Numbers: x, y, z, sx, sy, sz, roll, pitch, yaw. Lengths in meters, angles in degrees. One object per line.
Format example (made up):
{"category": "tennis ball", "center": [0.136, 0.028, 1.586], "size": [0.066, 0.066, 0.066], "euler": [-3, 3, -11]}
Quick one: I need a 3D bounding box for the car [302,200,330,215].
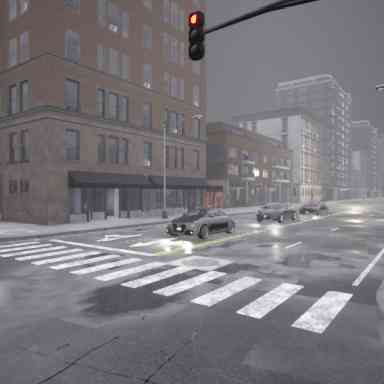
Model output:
{"category": "car", "center": [12.593, 1.562, 34.022], "size": [2.033, 1.411, 5.357], "euler": [0, 0, 36]}

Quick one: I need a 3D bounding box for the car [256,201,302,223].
{"category": "car", "center": [6.643, 1.513, 25.810], "size": [1.837, 1.490, 4.892], "euler": [0, 0, 36]}

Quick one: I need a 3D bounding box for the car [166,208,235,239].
{"category": "car", "center": [0.551, 1.569, 17.392], "size": [1.994, 1.385, 4.181], "euler": [0, 0, 36]}
